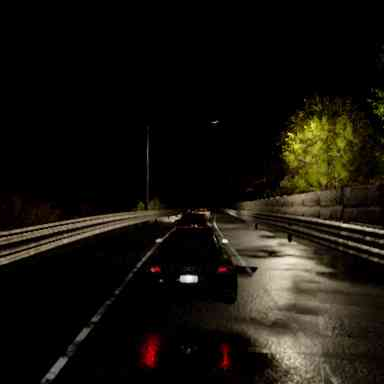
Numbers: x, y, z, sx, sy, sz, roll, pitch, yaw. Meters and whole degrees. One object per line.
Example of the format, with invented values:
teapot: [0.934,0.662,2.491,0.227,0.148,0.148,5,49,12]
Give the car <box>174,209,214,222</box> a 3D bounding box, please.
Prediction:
car: [0.115,1.884,17.788,1.837,1.490,4.892,0,-2,1]

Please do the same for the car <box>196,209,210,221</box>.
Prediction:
car: [1.629,3.223,47.391,1.882,1.535,5.008,0,-3,4]

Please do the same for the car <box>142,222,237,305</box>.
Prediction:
car: [-0.004,1.670,8.358,1.994,1.385,4.181,0,-1,2]
